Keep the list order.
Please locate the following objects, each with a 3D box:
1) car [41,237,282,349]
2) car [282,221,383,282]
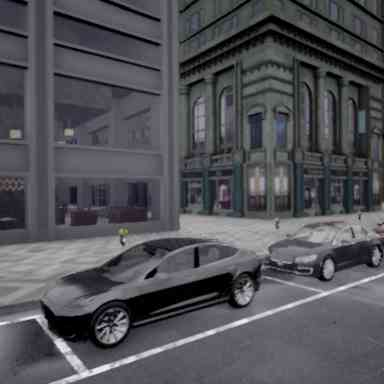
[{"bbox_3d":[-0.502,1.598,6.360,4.313,1.339,1.947,0,-1,-37],"label":"car"},{"bbox_3d":[3.988,1.577,9.766,4.403,1.369,2.008,0,-1,-37],"label":"car"}]
